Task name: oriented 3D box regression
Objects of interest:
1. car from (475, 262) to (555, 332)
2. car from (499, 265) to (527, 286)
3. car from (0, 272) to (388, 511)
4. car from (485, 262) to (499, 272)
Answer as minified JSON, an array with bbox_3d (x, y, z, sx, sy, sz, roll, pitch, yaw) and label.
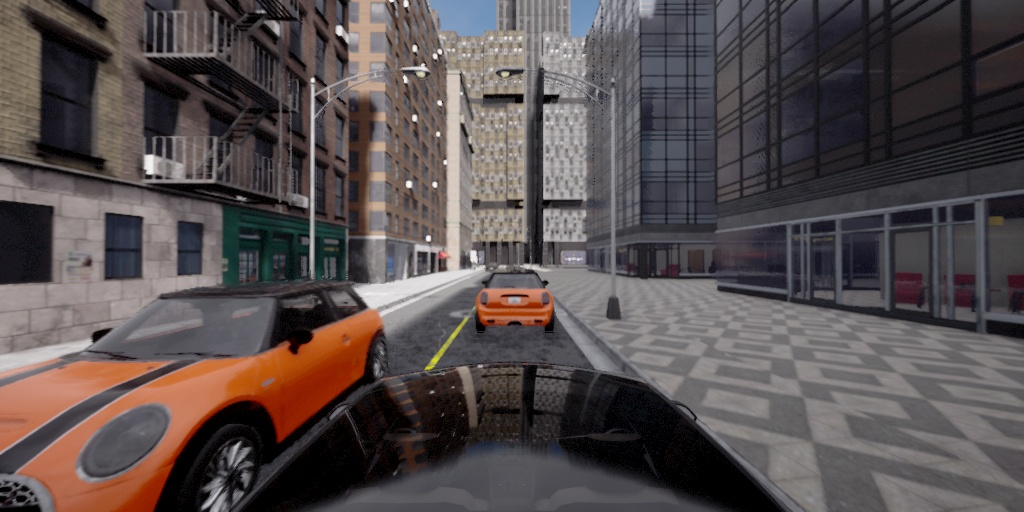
[{"bbox_3d":[0.095,1.170,11.234,2.097,1.767,4.553,0,-1,1],"label":"car"},{"bbox_3d":[0.095,1.492,28.390,2.033,1.411,5.357,0,0,0],"label":"car"},{"bbox_3d":[-3.100,1.119,4.029,2.097,1.767,4.553,0,0,0],"label":"car"},{"bbox_3d":[-3.031,1.653,54.307,1.837,1.490,4.892,0,-1,1],"label":"car"}]
